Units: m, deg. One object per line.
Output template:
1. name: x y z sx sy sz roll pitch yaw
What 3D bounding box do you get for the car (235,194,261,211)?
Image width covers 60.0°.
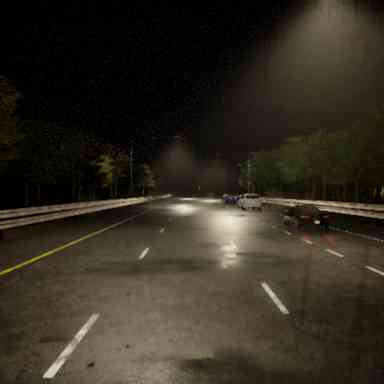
1. car: 7.013 1.259 40.897 2.150 2.045 5.566 0 0 0

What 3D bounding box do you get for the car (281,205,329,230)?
1. car: 6.996 1.534 20.895 1.812 1.442 4.674 0 0 0

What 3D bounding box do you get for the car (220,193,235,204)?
1. car: 7.076 1.393 62.472 2.097 1.767 4.553 0 0 0
